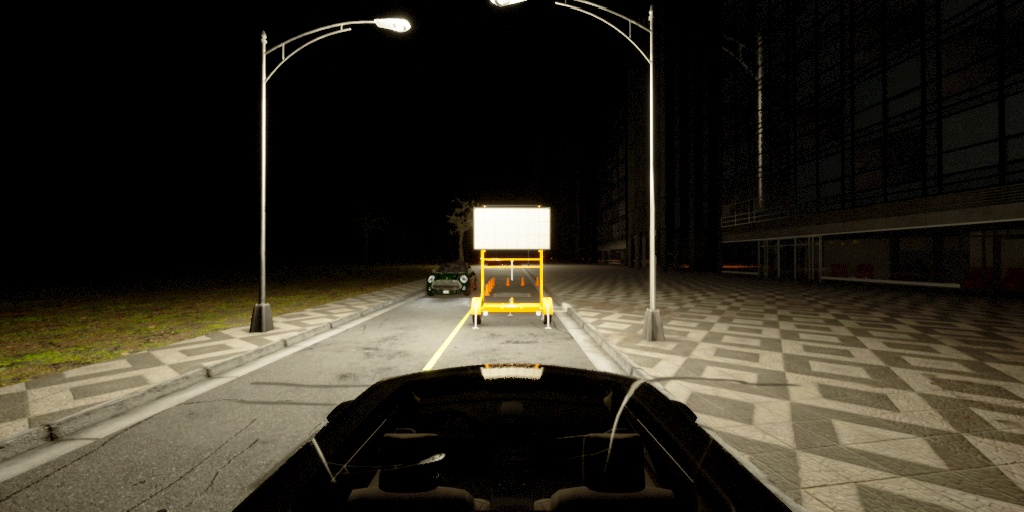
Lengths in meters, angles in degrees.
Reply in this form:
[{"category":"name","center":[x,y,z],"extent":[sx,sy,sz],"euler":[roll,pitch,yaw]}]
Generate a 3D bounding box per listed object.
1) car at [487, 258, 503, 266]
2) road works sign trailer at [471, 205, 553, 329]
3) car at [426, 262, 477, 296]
[{"category":"car","center":[-3.071,1.124,60.678],"extent":[2.097,1.767,4.553],"euler":[0,0,0]},{"category":"road works sign trailer","center":[0.001,0.216,11.229],"extent":[2.380,3.560,2.880],"euler":[0,0,0]},{"category":"car","center":[-3.099,1.106,19.137],"extent":[2.097,1.767,4.553],"euler":[0,0,0]}]
